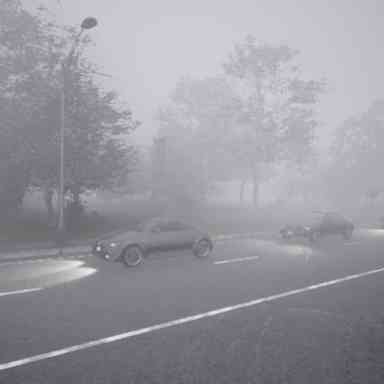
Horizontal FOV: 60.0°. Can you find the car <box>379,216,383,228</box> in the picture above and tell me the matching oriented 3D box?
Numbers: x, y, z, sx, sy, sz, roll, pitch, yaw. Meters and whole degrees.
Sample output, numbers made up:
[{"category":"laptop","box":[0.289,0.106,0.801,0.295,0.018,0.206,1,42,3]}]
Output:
[{"category":"car","box":[14.718,1.851,22.968,4.181,1.385,1.994,1,0,-35]}]

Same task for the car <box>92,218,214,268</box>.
[{"category":"car","box":[-1.277,1.627,11.589,4.181,1.385,1.994,1,0,-34]}]

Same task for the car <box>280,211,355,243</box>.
[{"category":"car","box":[6.557,1.698,17.146,4.674,1.442,1.812,1,0,-35]}]
